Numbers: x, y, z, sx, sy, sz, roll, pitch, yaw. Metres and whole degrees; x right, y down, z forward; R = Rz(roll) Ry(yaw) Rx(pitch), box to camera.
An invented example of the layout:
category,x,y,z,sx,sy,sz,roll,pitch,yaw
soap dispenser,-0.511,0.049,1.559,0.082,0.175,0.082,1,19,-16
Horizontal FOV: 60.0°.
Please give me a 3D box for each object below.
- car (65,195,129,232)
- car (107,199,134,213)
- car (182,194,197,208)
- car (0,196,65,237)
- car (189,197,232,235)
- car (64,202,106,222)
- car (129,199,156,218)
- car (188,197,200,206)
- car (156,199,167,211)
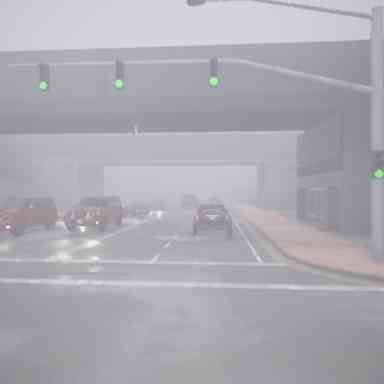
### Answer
category,x,y,z,sx,sy,sz,roll,pitch,yaw
car,-5.904,1.250,20.835,2.150,2.045,5.566,0,0,4
car,-8.108,1.577,38.345,1.812,1.442,4.674,0,0,4
car,-0.253,1.280,48.574,2.150,2.045,5.566,0,0,4
car,-9.584,1.250,18.637,2.150,2.045,5.566,0,0,4
car,1.206,1.375,19.326,2.097,1.767,4.553,0,0,4
car,-8.885,1.603,27.992,1.994,1.385,4.181,0,0,4
car,-5.140,1.588,31.058,2.033,1.411,5.357,0,0,5
car,0.460,1.596,58.205,1.812,1.442,4.674,0,0,4
car,-4.354,1.617,41.577,1.994,1.385,4.181,0,0,4
